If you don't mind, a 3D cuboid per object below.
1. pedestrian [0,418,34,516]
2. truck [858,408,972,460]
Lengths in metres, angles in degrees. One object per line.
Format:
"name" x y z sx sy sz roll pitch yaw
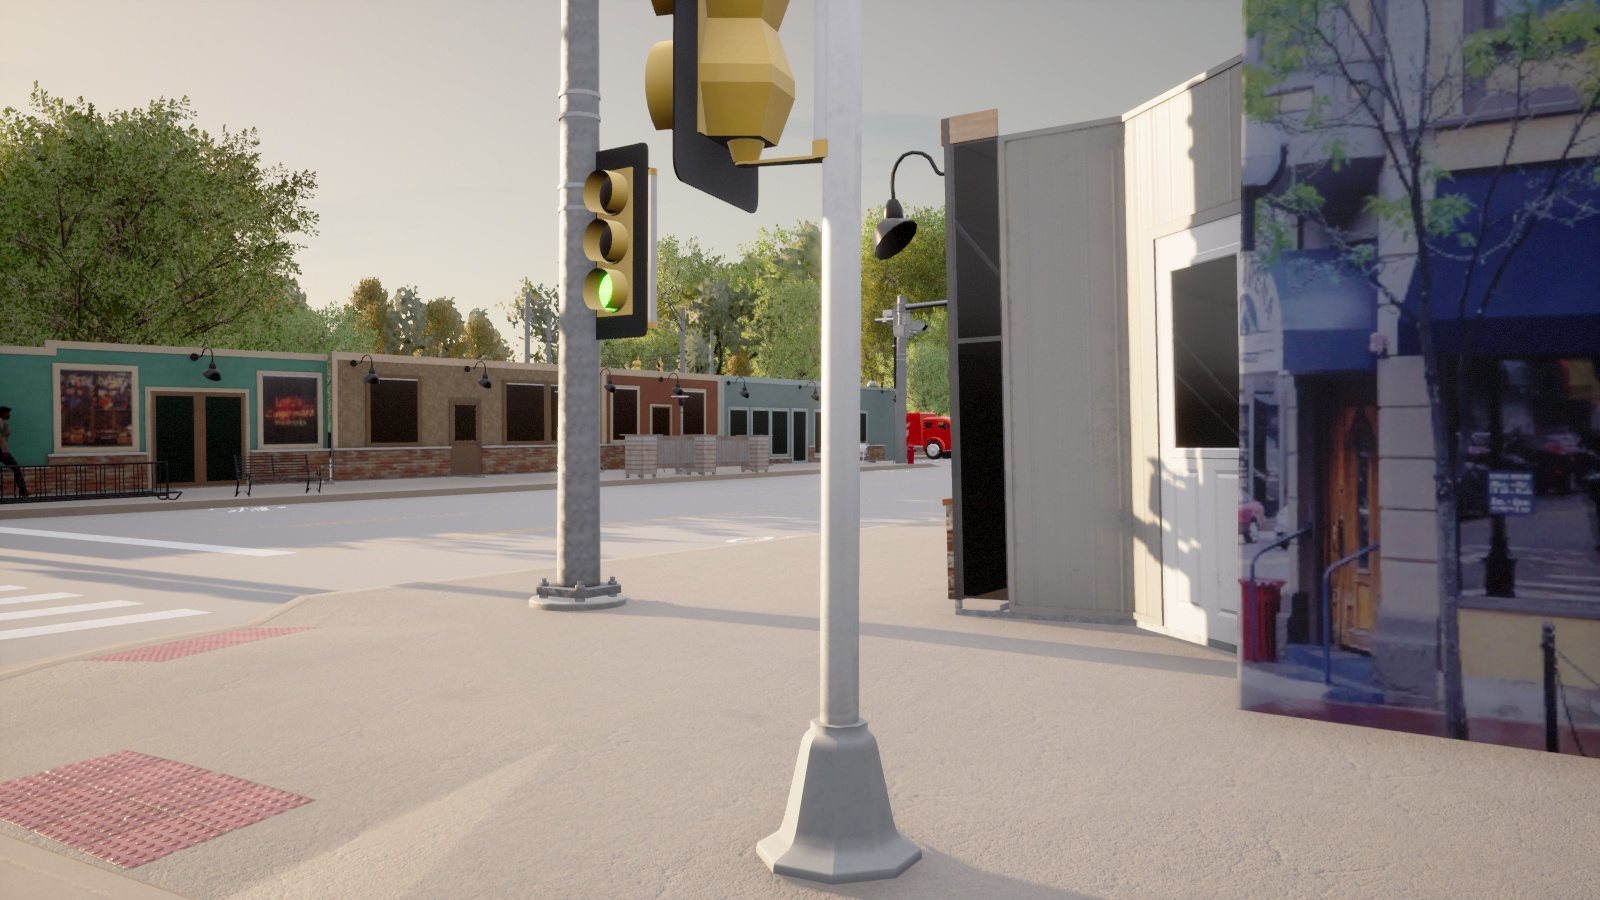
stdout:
"pedestrian" -14.843 0.317 23.405 0.328 1.805 0.869 0 1 34
"truck" 6.028 -0.823 65.672 5.204 2.467 2.627 -3 0 29
